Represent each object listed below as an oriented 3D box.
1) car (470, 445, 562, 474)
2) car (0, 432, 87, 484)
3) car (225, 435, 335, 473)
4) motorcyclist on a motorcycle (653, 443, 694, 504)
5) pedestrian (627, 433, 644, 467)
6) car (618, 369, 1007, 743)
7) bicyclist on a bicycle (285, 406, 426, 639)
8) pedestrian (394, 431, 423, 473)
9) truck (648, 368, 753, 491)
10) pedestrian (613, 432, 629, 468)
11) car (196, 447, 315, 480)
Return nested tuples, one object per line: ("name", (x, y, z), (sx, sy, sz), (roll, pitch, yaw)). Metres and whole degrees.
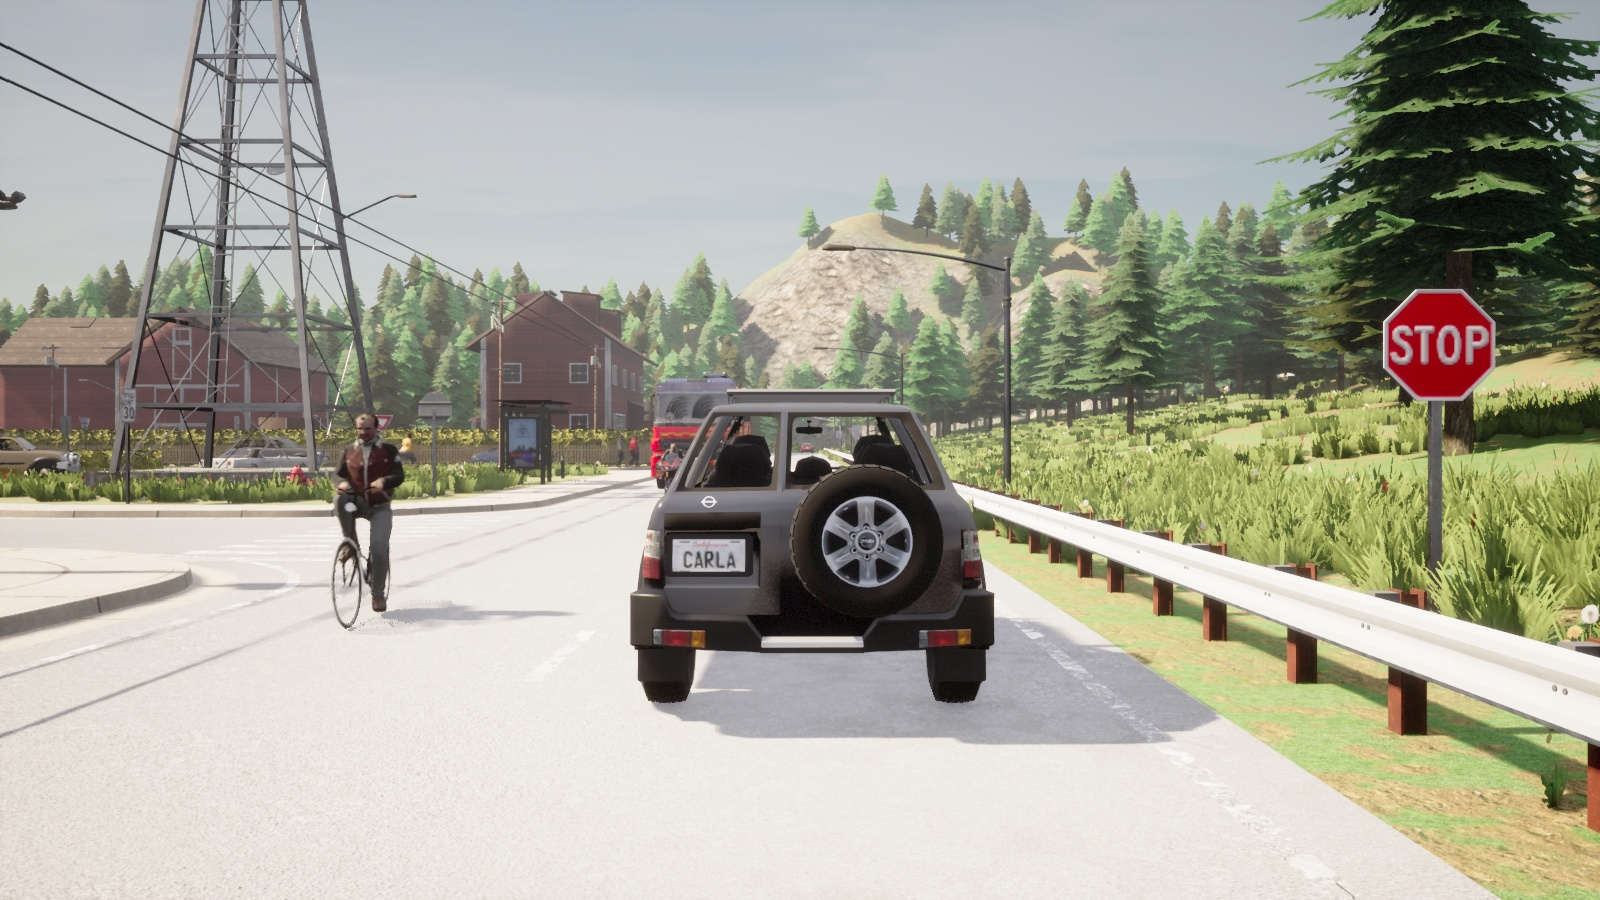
("car", (-13.926, 0.451, 61.751), (4.181, 1.385, 1.994), (0, 0, -3))
("car", (-28.705, 0.280, 45.536), (4.605, 1.855, 1.932), (1, 0, -17))
("car", (-25.517, 0.195, 61.739), (4.605, 1.855, 1.932), (0, 0, 0))
("motorcyclist on a motorcycle", (-3.301, 0.593, 32.944), (0.866, 1.530, 2.191), (0, 0, 0))
("pedestrian", (-9.029, 0.005, 68.948), (0.899, 1.844, 0.634), (0, 0, 0))
("car", (0.065, 0.515, 8.545), (1.932, 1.855, 4.605), (0, 0, 0))
("bicyclist on a bicycle", (-3.690, 0.554, 10.579), (0.659, 1.776, 1.843), (-1, 0, -5))
("pedestrian", (-17.580, 0.069, 56.434), (0.874, 1.855, 0.900), (0, 0, 33))
("truck", (-3.243, -0.664, 43.188), (2.891, 3.827, 8.468), (0, 0, 0))
("pedestrian", (-9.786, 0.007, 68.557), (0.788, 1.949, 0.423), (0, 0, 5))
("car", (-22.659, 0.532, 52.508), (1.895, 1.301, 4.718), (0, 0, 18))
